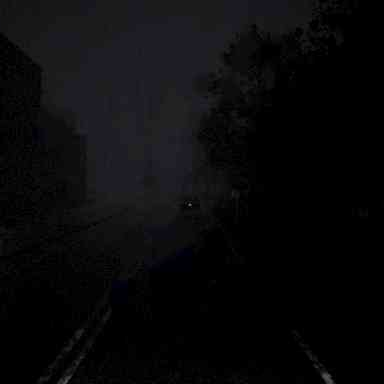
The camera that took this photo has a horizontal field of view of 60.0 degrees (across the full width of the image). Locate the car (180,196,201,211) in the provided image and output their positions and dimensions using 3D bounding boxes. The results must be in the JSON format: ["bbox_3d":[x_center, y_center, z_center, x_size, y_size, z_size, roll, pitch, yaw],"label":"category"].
[{"bbox_3d":[-0.142,1.129,33.195,1.994,1.385,4.181,0,1,1],"label":"car"}]
